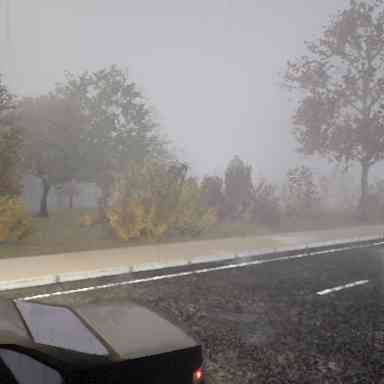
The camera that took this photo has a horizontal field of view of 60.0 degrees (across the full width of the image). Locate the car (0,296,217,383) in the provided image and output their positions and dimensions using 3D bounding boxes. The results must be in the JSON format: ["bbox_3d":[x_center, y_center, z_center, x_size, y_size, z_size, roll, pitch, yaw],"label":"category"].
[{"bbox_3d":[-2.332,1.538,2.011,5.357,1.411,2.033,1,0,-35],"label":"car"}]
